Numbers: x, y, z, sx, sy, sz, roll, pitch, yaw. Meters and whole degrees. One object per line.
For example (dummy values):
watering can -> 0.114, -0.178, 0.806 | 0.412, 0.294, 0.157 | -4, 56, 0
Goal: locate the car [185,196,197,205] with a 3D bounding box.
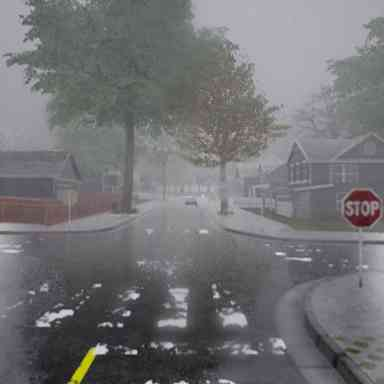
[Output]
car -> -0.151, 1.538, 56.437 | 1.994, 1.385, 4.181 | 0, 0, 0

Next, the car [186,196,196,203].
car -> -0.178, 1.493, 66.443 | 1.812, 1.442, 4.674 | 0, 0, 0
